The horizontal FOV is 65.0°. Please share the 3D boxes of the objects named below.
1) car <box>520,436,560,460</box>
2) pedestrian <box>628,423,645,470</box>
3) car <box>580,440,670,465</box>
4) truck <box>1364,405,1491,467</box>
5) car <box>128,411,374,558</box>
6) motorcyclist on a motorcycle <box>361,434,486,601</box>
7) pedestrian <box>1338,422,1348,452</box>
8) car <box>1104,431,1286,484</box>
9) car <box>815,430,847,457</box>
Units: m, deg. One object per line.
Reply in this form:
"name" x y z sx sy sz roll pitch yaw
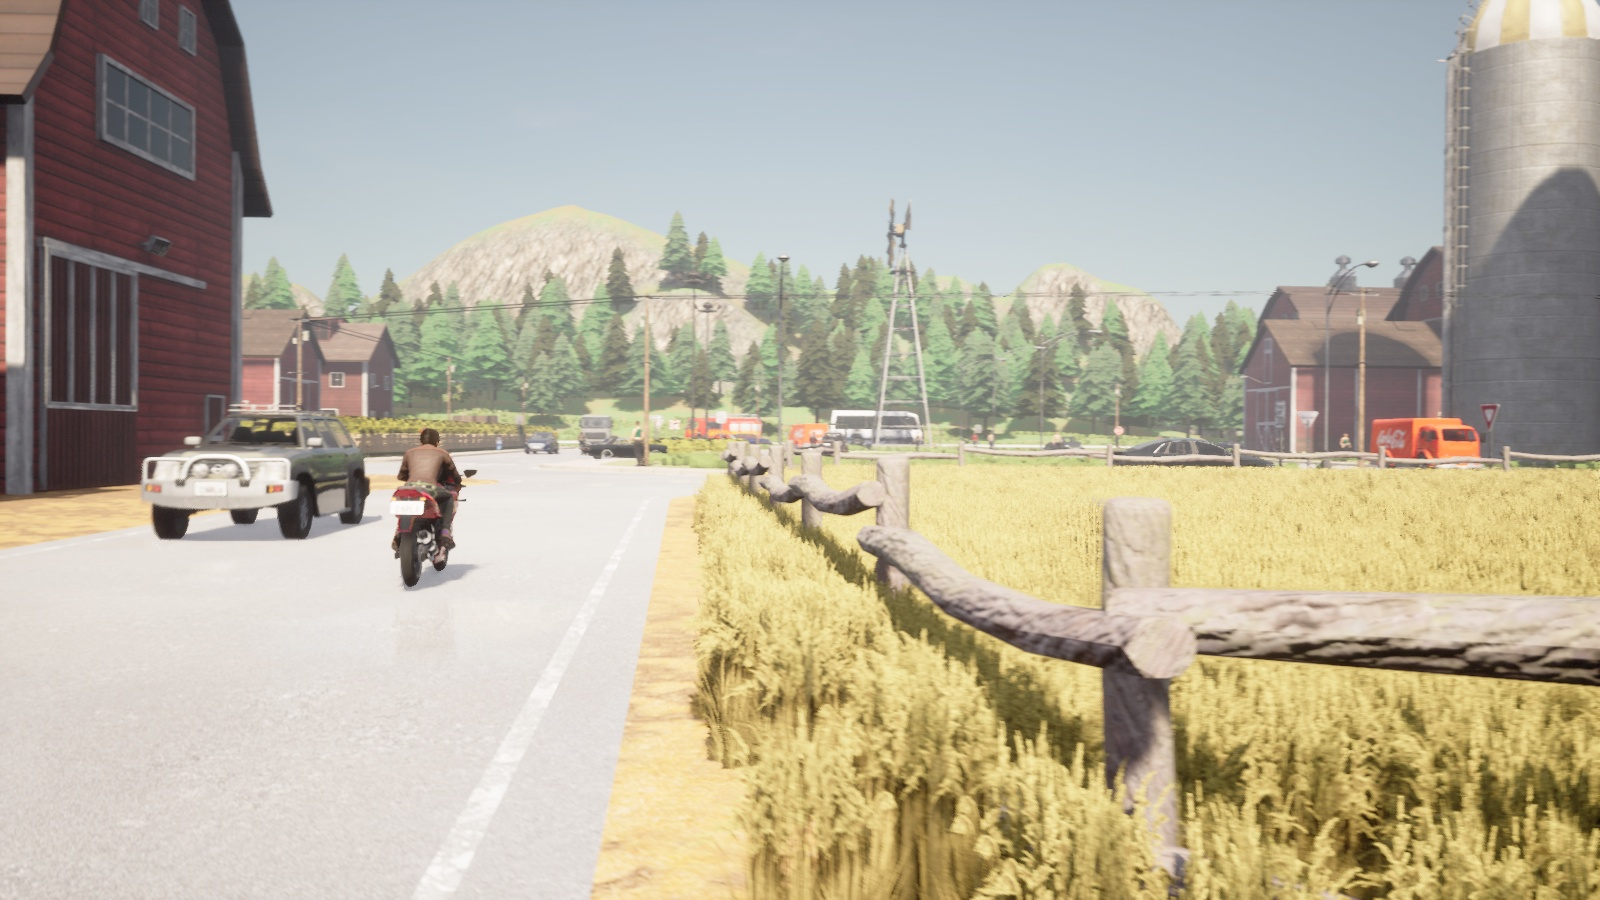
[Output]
"car" -18.723 -0.171 90.544 2.033 1.649 4.856 -1 1 -2
"pedestrian" -6.480 -0.152 49.690 0.345 1.836 0.594 -1 1 -44
"car" -9.896 0.136 70.958 4.718 1.301 1.895 -1 1 -24
"truck" 26.557 -0.589 53.411 2.627 2.467 5.204 -1 1 -3
"car" -7.790 0.416 18.361 1.932 1.855 4.605 -1 1 -5
"motorcyclist on a motorcycle" -3.717 0.609 12.563 0.797 1.523 2.044 -1 1 -5
"pedestrian" 33.750 -0.786 78.017 0.345 1.836 0.594 -1 1 0
"car" 11.874 0.208 37.902 4.892 1.490 1.837 -1 1 -2
"car" 2.179 -0.461 89.266 1.932 1.855 4.605 -1 1 -3
